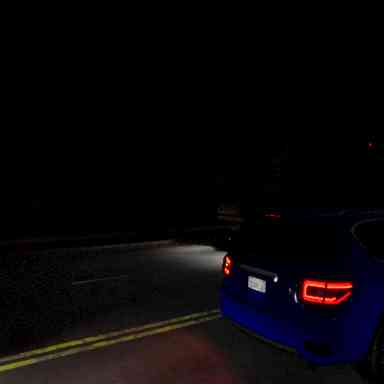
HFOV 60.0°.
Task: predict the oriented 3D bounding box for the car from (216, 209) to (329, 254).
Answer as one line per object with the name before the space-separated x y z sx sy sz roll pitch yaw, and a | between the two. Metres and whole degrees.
car | 3.473 1.526 14.059 4.674 1.442 1.812 0 0 -30

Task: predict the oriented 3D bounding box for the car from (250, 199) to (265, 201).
car | 6.468 1.477 31.489 1.882 1.535 5.008 0 0 -31

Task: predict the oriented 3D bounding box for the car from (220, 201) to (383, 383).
car | 3.043 1.221 5.526 5.566 2.045 2.150 0 0 -33
